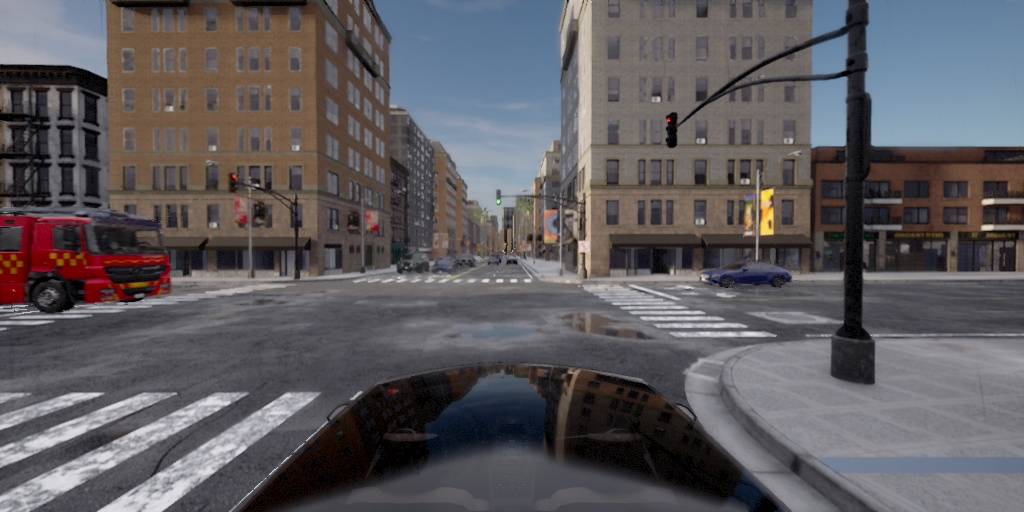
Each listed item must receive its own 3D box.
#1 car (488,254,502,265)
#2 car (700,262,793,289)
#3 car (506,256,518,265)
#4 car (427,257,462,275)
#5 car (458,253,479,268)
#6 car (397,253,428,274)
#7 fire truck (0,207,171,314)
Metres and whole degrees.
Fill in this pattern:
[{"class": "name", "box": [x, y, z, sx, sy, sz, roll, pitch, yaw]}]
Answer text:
[{"class": "car", "box": [-3.250, 0.846, 62.838, 2.128, 1.511, 4.902, 0, 0, 0]}, {"class": "car", "box": [13.156, 1.038, 20.252, 4.674, 1.442, 1.812, 0, 1, 0]}, {"class": "car", "box": [0.000, 0.832, 62.838, 1.882, 1.535, 5.008, 0, 0, 0]}, {"class": "car", "box": [-6.593, 1.066, 35.700, 2.033, 1.411, 5.357, 0, 0, 0]}, {"class": "car", "box": [-6.571, 0.642, 51.626, 2.150, 2.045, 5.566, 0, 0, 1]}, {"class": "car", "box": [-9.834, 0.736, 36.235, 2.150, 2.045, 5.566, 0, 0, 0]}, {"class": "fire truck", "box": [-18.317, 0.072, 13.554, 8.468, 3.827, 2.891, 0, 1, 0]}]
